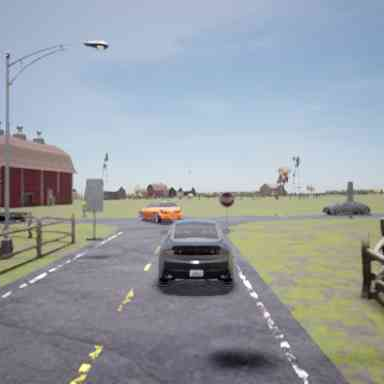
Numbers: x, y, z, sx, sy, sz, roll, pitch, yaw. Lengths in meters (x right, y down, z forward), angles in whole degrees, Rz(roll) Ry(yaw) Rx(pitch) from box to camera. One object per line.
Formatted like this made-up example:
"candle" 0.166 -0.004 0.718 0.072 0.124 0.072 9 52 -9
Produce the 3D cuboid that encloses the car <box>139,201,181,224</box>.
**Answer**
"car" -2.676 1.542 27.074 2.097 1.767 4.553 0 -1 -31

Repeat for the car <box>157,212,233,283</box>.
"car" 0.101 1.569 9.845 1.837 1.490 4.892 0 0 0

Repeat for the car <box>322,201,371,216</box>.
"car" 14.768 1.509 31.891 4.181 1.385 1.994 -1 -1 -3

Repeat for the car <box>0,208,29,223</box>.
"car" -16.819 2.029 29.321 4.718 1.301 1.895 -1 -1 6

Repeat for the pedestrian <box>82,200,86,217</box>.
"pedestrian" -11.195 1.710 34.793 0.375 1.860 0.375 0 0 4
